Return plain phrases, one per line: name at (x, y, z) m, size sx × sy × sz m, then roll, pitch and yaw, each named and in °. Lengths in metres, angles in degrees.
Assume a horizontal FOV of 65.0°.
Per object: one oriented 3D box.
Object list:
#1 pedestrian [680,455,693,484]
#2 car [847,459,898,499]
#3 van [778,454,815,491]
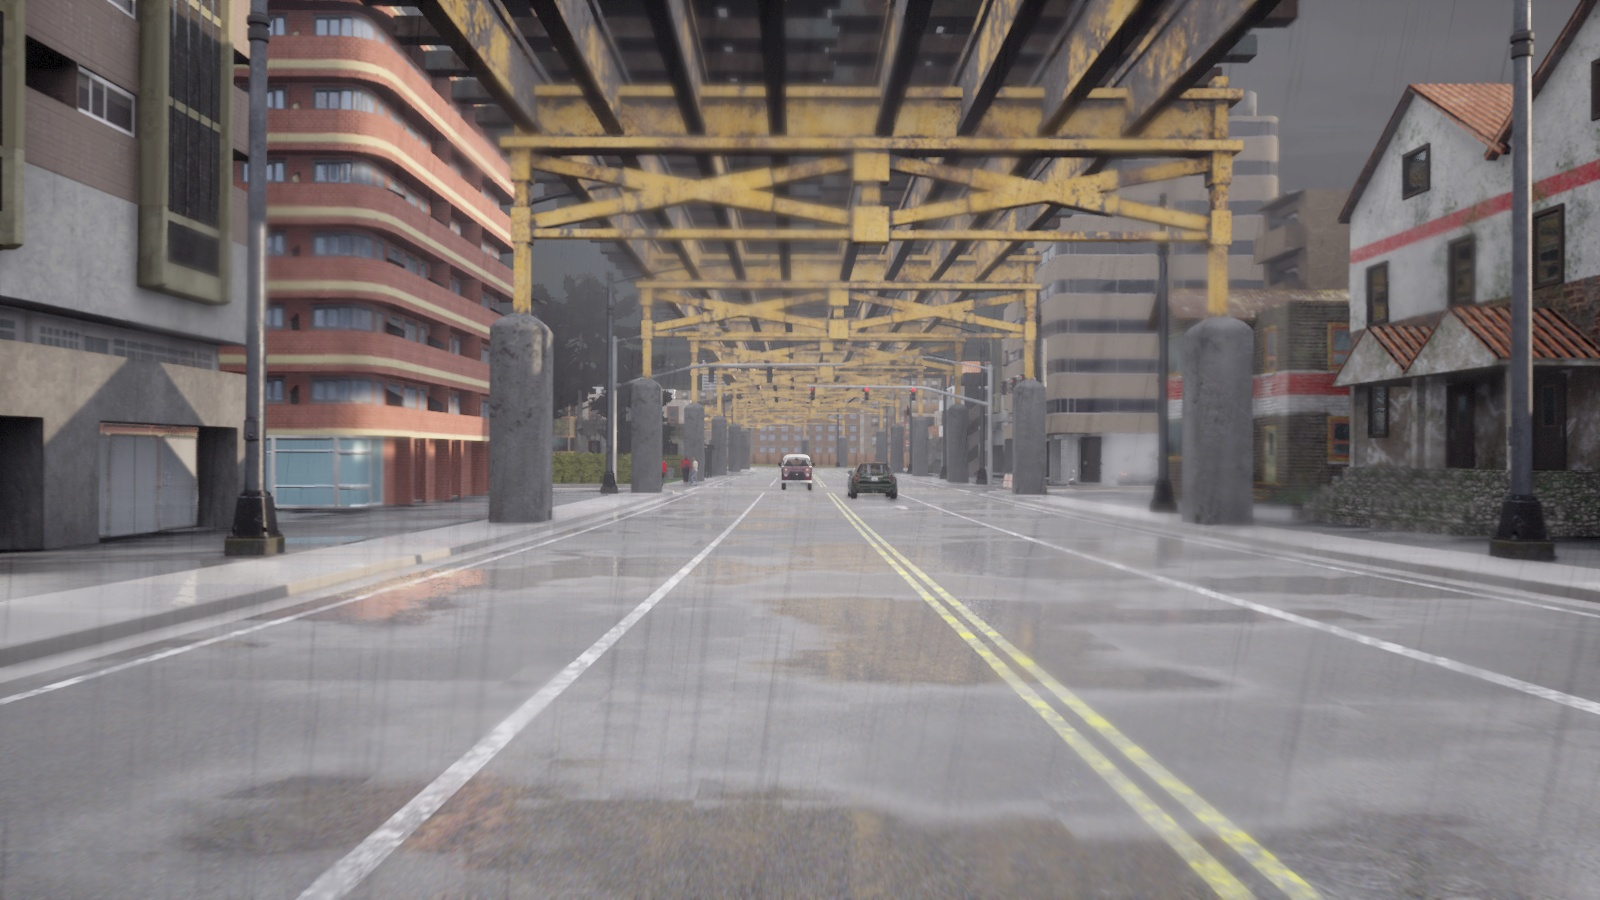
pedestrian at (-7.317, 1.269, 80.886) m, size 0.634 × 1.844 × 0.899 m, roll 0°, pitch 0°, yaw -16°
car at (3.350, 1.323, 58.709) m, size 2.097 × 1.767 × 4.553 m, roll 0°, pitch 0°, yaw 0°
van at (-0.185, 1.273, 72.300) m, size 2.069 × 2.038 × 4.480 m, roll 0°, pitch 0°, yaw 0°
